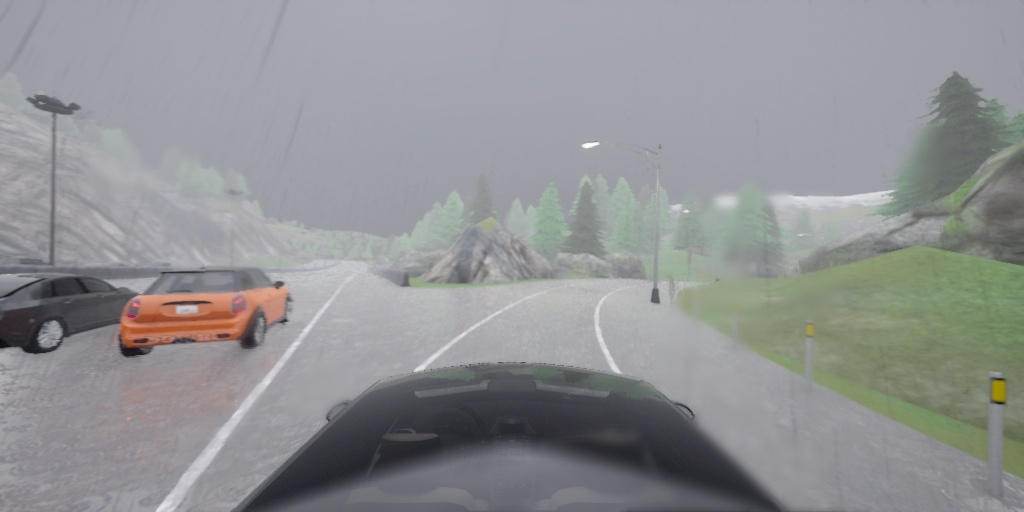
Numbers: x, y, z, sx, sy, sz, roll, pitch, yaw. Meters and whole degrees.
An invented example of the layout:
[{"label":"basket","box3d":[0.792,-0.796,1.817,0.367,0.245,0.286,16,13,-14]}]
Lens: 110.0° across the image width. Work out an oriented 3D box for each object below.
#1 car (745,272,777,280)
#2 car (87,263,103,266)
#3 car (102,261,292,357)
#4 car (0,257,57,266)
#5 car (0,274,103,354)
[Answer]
[{"label":"car","box3d":[34.164,3.298,48.250,5.566,2.045,2.150,6,-1,-17]},{"label":"car","box3d":[-47.287,1.567,42.648,1.837,1.490,4.892,1,-3,-22]},{"label":"car","box3d":[-6.824,1.026,8.619,2.097,1.767,4.553,0,-1,-22]},{"label":"car","box3d":[-36.968,0.882,26.470,2.097,1.767,4.553,1,-2,-22]},{"label":"car","box3d":[-10.305,1.126,7.910,1.837,1.490,4.892,1,0,-22]}]
